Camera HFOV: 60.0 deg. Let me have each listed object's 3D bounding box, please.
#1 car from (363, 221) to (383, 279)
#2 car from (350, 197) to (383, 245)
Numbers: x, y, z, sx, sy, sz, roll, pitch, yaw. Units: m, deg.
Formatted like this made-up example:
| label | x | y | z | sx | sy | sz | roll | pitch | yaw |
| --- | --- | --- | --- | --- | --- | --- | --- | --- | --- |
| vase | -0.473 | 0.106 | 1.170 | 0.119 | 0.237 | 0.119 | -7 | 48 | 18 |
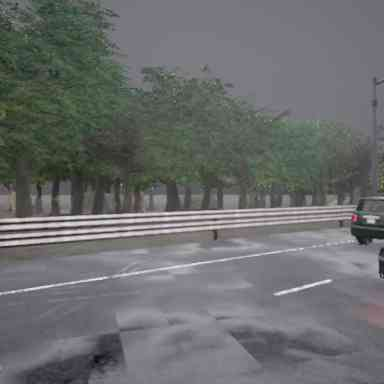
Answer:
| label | x | y | z | sx | sy | sz | roll | pitch | yaw |
| --- | --- | --- | --- | --- | --- | --- | --- | --- | --- |
| car | 6.556 | 1.508 | 8.264 | 4.892 | 1.490 | 1.837 | -1 | 0 | -34 |
| car | 9.084 | 1.224 | 14.156 | 5.566 | 2.045 | 2.150 | 0 | 0 | -33 |
